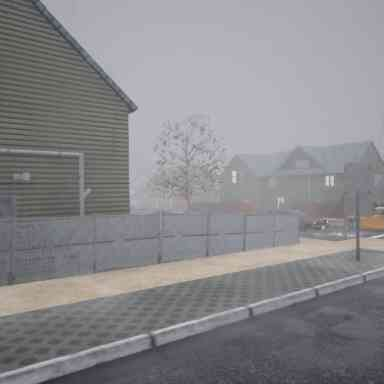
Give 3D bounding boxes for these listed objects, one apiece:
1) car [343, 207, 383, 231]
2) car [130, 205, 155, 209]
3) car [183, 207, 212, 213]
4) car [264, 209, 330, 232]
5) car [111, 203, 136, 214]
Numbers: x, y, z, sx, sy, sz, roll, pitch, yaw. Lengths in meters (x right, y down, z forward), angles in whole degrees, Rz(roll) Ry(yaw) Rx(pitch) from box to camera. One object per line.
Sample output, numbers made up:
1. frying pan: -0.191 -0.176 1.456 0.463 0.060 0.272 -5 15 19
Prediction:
1. car: 11.868 1.647 20.492 1.882 1.535 5.008 -1 -1 -36
2. car: -5.484 2.385 39.625 1.994 1.385 4.181 -1 -1 -35
3. car: 0.751 2.132 30.917 1.994 1.385 4.181 -1 -1 -36
4. car: 6.585 1.878 22.792 2.033 1.411 5.357 -1 -1 -36
5. car: -10.765 2.567 51.997 1.882 1.535 5.008 -1 -1 -36
